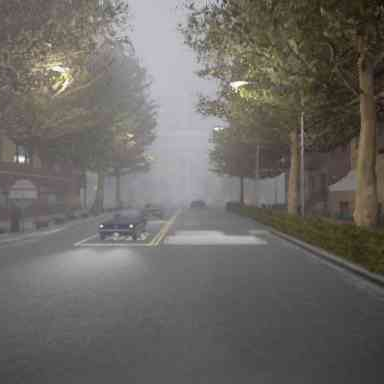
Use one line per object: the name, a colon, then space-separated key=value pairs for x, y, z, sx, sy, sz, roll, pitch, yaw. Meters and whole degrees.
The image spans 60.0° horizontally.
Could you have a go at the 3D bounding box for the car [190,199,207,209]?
car: x=1.025 y=1.897 z=52.505 sx=1.837 sy=1.490 sz=4.892 roll=0 pitch=0 yaw=13

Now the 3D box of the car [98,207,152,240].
car: x=-3.616 y=1.737 z=18.145 sx=1.895 sy=1.301 sz=4.718 roll=0 pitch=0 yaw=1

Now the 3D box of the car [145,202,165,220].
car: x=-3.580 y=1.739 z=31.247 sx=1.837 sy=1.490 sz=4.892 roll=0 pitch=-1 yaw=0
